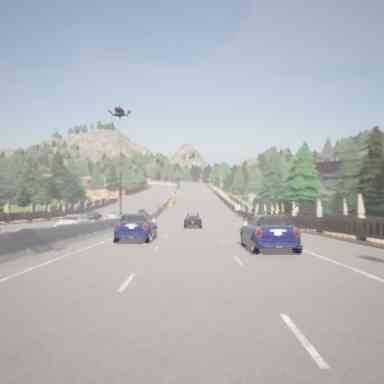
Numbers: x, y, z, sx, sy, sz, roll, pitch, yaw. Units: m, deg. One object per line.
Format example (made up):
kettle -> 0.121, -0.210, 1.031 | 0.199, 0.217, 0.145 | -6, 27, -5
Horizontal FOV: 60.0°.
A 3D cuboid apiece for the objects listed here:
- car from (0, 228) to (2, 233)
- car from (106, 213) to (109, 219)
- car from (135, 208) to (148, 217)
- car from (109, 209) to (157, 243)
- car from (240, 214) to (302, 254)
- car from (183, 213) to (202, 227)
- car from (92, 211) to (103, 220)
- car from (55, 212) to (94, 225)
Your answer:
car -> -14.094, 2.300, 20.705 | 2.033, 1.411, 5.357 | 0, -3, 0
car -> -14.018, 4.207, 59.991 | 1.812, 1.442, 4.674 | 0, -2, 0
car -> -10.509, 4.261, 69.271 | 1.837, 1.490, 4.892 | 0, 0, 0
car -> -3.403, 2.108, 20.772 | 2.097, 1.767, 4.553 | 0, -3, 0
car -> 3.599, 1.859, 16.017 | 2.097, 1.767, 4.553 | 0, -3, 0
car -> 0.096, 3.054, 36.509 | 2.128, 1.511, 4.902 | 0, -3, 0
car -> -17.518, 4.207, 59.991 | 1.812, 1.442, 4.674 | 0, -2, 0
car -> -10.585, 2.736, 29.629 | 1.812, 1.442, 4.674 | 0, -3, 0
